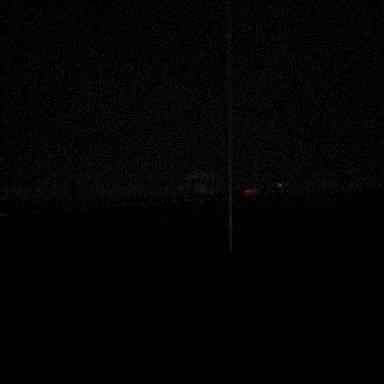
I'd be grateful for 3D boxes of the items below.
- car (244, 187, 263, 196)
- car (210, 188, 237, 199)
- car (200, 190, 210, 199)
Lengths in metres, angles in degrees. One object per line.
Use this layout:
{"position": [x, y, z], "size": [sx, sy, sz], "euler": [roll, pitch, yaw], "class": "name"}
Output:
{"position": [11.634, -0.140, 63.059], "size": [2.097, 1.767, 4.553], "euler": [-1, 1, 35], "class": "car"}
{"position": [5.434, 0.127, 54.223], "size": [2.097, 1.767, 4.553], "euler": [-1, 1, 37], "class": "car"}
{"position": [3.338, 0.321, 56.171], "size": [1.812, 1.442, 4.674], "euler": [-1, 1, 36], "class": "car"}
